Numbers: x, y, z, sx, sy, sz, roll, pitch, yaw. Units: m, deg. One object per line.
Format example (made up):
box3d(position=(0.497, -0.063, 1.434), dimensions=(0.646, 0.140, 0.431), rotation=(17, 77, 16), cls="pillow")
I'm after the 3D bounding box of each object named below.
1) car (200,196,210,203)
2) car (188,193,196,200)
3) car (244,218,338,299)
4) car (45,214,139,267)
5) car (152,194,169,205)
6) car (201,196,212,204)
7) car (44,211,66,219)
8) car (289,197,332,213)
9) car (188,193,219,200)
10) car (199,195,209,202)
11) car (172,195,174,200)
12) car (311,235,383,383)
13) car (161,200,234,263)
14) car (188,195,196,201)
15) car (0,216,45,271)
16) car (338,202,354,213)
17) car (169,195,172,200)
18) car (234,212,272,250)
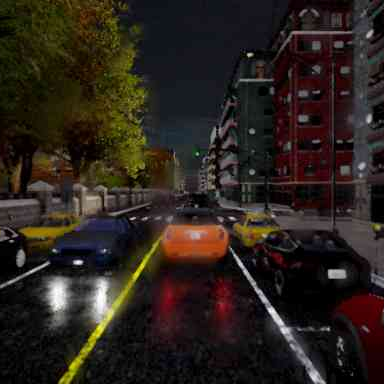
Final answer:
box3d(position=(2.690, 1.481, 68.513), dimensions=(1.887, 1.381, 4.507), rotation=(0, 0, 0), cls="car")
box3d(position=(0.004, 1.196, 93.149), dimensions=(2.097, 1.767, 4.553), rotation=(0, 0, 0), cls="car")
box3d(position=(2.689, 1.554, 8.246), dimensions=(1.947, 1.339, 4.313), rotation=(0, 0, 0), cls="car")
box3d(position=(-3.092, 1.531, 11.692), dimensions=(2.033, 1.411, 5.357), rotation=(0, 0, 0), cls="car")
box3d(position=(-5.692, 1.255, 57.442), dimensions=(2.192, 1.841, 5.009), rotation=(0, 0, 0), cls="car")
box3d(position=(2.690, 1.463, 63.148), dimensions=(1.752, 1.417, 4.829), rotation=(0, 0, 0), cls="car")
box3d(position=(-5.692, 1.506, 13.706), dimensions=(1.752, 1.417, 4.829), rotation=(0, 0, 0), cls="car")
box3d(position=(14.616, 1.541, 40.869), dimensions=(5.009, 1.841, 2.192), rotation=(1, -1, 0), cls="car")
box3d(position=(1.037, 1.186, 29.194), dimensions=(2.150, 2.045, 5.566), rotation=(0, 0, 13), cls="car")
box3d(position=(2.690, 1.485, 74.049), dimensions=(2.008, 1.369, 4.403), rotation=(0, 0, 0), cls="car")
box3d(position=(-5.690, 1.479, 74.048), dimensions=(1.887, 1.381, 4.507), rotation=(0, 0, 0), cls="car")
box3d(position=(2.688, 1.436, 2.615), dimensions=(1.967, 1.590, 4.097), rotation=(0, 0, 0), cls="car")
box3d(position=(0.100, 1.334, 12.011), dimensions=(2.097, 1.767, 4.553), rotation=(0, 0, 0), cls="car")
box3d(position=(0.005, 1.447, 82.752), dimensions=(2.128, 1.511, 4.902), rotation=(0, 0, 0), cls="car")
box3d(position=(-5.691, 1.539, 8.246), dimensions=(2.008, 1.369, 4.403), rotation=(0, 0, 0), cls="car")
box3d(position=(20.307, 1.874, 40.884), dimensions=(4.507, 1.381, 1.887), rotation=(1, -1, 0), cls="car")
box3d(position=(-5.691, 1.376, 68.513), dimensions=(1.967, 1.590, 4.097), rotation=(0, 0, 0), cls="car")
box3d(position=(2.688, 1.506, 14.047), dimensions=(1.752, 1.417, 4.829), rotation=(0, 0, 0), cls="car")
